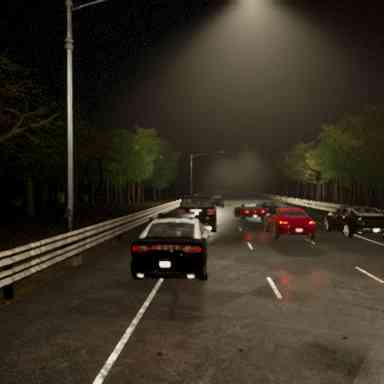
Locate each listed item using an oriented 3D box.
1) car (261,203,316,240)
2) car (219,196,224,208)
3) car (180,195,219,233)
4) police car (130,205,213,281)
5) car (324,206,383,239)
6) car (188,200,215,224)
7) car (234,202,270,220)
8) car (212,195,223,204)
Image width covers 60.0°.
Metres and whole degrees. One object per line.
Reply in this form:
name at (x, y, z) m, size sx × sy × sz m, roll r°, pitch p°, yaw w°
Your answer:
car at (4.840, 1.509, 16.780) m, size 1.812 × 1.442 × 4.674 m, roll 0°, pitch 0°, yaw 4°
car at (3.529, 1.504, 46.318) m, size 2.033 × 1.411 × 5.357 m, roll 0°, pitch 0°, yaw 5°
car at (0.402, 1.204, 19.915) m, size 2.150 × 2.045 × 5.566 m, roll 0°, pitch 0°, yaw 4°
police car at (-0.438, 1.416, 10.038) m, size 1.930 × 1.638 × 5.238 m, roll 0°, pitch 0°, yaw 4°
car at (8.382, 1.484, 17.208) m, size 1.837 × 1.490 × 4.892 m, roll 0°, pitch -1°, yaw 4°
car at (0.856, 1.454, 25.870) m, size 1.882 × 1.535 × 5.008 m, roll 0°, pitch 0°, yaw 4°
car at (4.776, 1.566, 27.889) m, size 1.895 × 1.301 × 4.718 m, roll -2°, pitch 0°, yaw -2°
car at (4.891, 1.431, 64.151) m, size 2.128 × 1.511 × 4.902 m, roll 0°, pitch 0°, yaw 4°
